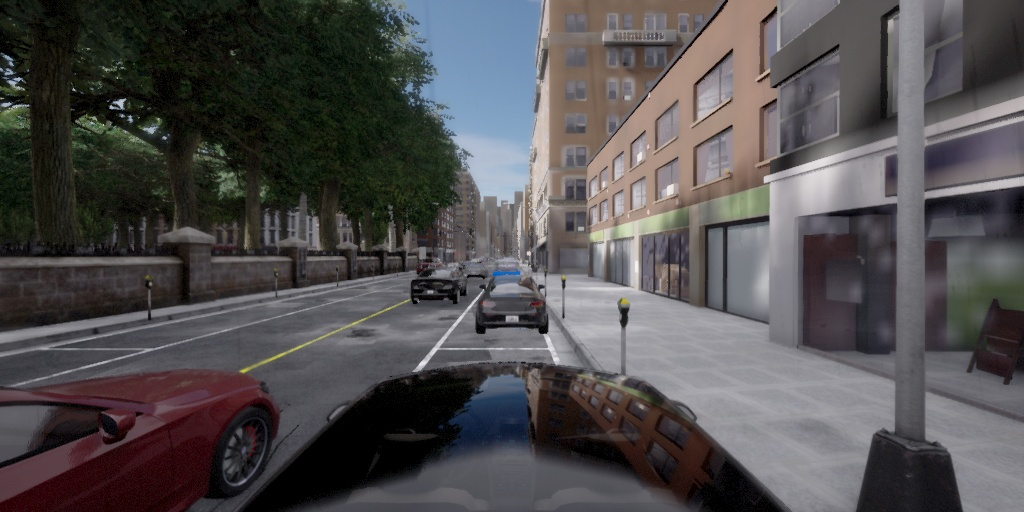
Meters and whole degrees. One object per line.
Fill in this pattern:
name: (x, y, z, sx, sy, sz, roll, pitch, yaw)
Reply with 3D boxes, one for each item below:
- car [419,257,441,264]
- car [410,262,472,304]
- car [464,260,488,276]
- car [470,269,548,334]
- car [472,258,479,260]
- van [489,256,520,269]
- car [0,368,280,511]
car: (-8.813, 1.040, 38.791, 2.192, 1.841, 5.009, 0, 0, 0)
car: (-3.145, 1.231, 16.288, 1.882, 1.535, 5.008, 0, 0, 0)
car: (-3.145, 1.307, 31.289, 1.994, 1.385, 4.181, 0, 0, 0)
car: (0.004, 1.273, 10.500, 1.812, 1.442, 4.674, 0, 0, 0)
car: (-6.145, 1.312, 49.288, 1.994, 1.385, 4.181, 0, 0, 0)
van: (-0.289, 1.082, 21.849, 1.690, 1.789, 3.998, 0, 0, 0)
car: (-3.146, 1.275, 1.500, 1.812, 1.442, 4.674, 0, 0, 0)
